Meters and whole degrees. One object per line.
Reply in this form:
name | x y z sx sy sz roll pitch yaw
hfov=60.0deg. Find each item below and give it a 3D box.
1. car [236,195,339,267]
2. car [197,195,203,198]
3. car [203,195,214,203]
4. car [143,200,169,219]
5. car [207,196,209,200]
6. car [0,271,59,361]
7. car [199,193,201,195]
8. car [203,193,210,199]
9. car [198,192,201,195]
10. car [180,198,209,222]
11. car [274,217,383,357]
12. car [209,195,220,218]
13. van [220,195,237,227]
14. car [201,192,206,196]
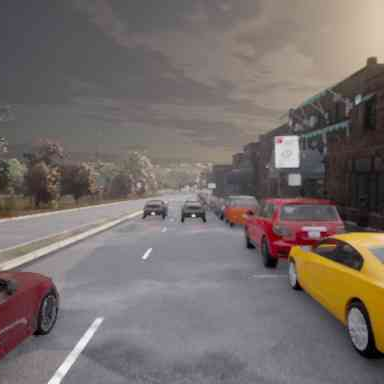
car | 3.228 1.217 11.477 2.435 2.045 5.566 0 0 0
car | 0.113 1.481 42.967 1.812 1.442 4.674 0 0 0
car | 3.245 1.407 66.888 1.946 1.575 5.366 0 0 0
car | -3.141 1.474 29.256 1.837 1.490 4.892 0 0 0
car | 3.238 1.480 39.073 2.002 1.452 4.674 0 0 0
car | -3.149 1.522 3.694 1.812 1.442 4.674 0 0 0
car | 3.237 1.400 77.746 2.231 1.521 4.892 0 0 0
car | 3.241 1.419 55.835 1.946 1.575 5.366 0 0 0
car | 3.236 1.395 83.272 2.231 1.521 4.892 0 0 0
car | 0.108 1.475 26.429 1.837 1.490 4.892 0 -1 0
car | 3.227 1.474 6.044 2.097 1.535 5.008 0 0 0
car | 3.235 1.319 33.643 2.185 1.767 4.553 0 0 0
van | 3.232 1.230 22.741 1.878 1.987 4.442 0 0 0
car | 3.245 1.291 61.145 2.185 1.767 4.553 0 0 0
